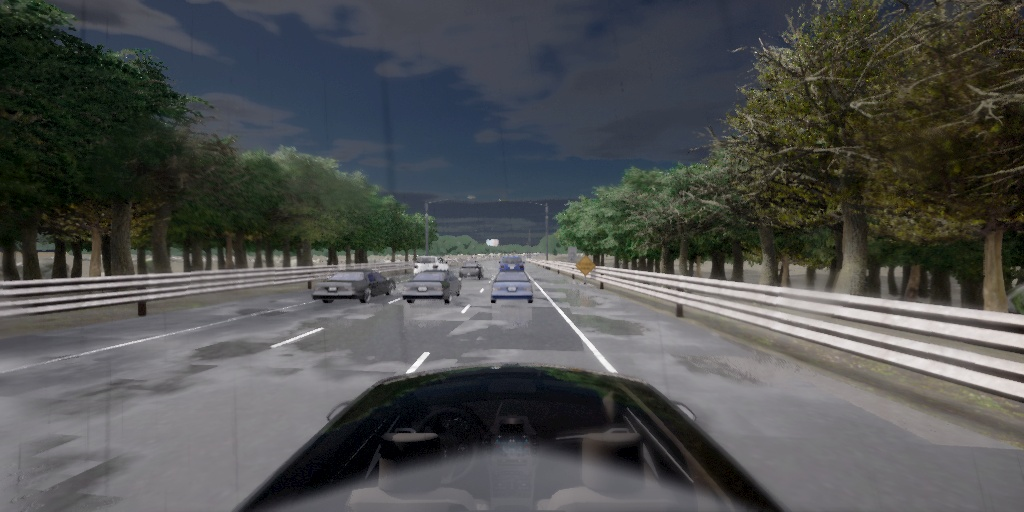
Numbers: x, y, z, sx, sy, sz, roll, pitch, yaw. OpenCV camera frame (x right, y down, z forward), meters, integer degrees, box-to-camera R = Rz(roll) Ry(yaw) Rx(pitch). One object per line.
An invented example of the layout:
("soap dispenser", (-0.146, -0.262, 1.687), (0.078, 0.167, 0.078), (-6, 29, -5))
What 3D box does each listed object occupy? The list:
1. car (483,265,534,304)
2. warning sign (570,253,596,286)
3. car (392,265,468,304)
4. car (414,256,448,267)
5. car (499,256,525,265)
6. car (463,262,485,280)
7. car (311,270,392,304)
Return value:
("car", (0.000, 1.330, 16.509), (2.033, 1.411, 5.357), (0, 0, 0))
("warning sign", (4.550, 0.889, 22.399), (1.300, 1.860, 1.060), (0, 0, 0))
("car", (-3.500, 1.330, 16.508), (2.033, 1.411, 5.357), (0, 0, 0))
("car", (-7.000, 1.045, 31.543), (2.150, 2.045, 5.566), (0, 0, 0))
("car", (0.000, 1.045, 31.544), (2.150, 2.045, 5.566), (0, 0, 0))
("car", (-3.500, 1.282, 31.515), (2.128, 1.511, 4.902), (0, 0, 0))
("car", (-7.000, 1.330, 16.508), (2.033, 1.411, 5.357), (0, 0, 0))
